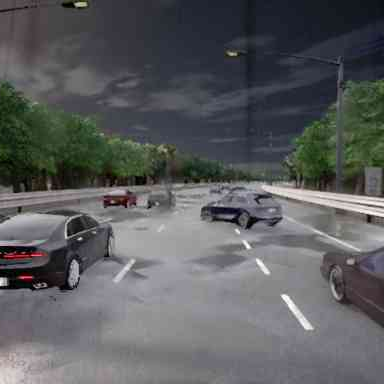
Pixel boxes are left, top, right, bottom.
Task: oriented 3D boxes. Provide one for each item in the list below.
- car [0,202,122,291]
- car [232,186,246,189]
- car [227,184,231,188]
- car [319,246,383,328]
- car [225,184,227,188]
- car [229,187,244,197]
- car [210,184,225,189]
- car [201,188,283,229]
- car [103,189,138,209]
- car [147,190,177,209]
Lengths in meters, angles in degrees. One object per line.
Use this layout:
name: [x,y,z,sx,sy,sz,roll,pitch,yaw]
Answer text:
car: [-3.284,1.217,8.167,1.837,1.490,4.892,0,2,1]
car: [4.323,0.595,25.756,1.882,1.535,5.008,0,2,4]
car: [5.148,0.191,36.390,2.033,1.649,4.856,0,2,5]
car: [3.520,1.391,4.437,2.033,1.411,5.357,0,2,1]
car: [8.198,-1.199,81.119,1.812,1.442,4.674,0,2,12]
car: [6.256,-0.032,47.006,1.994,1.385,4.181,0,2,7]
car: [4.069,-0.406,57.757,2.033,1.411,5.357,0,2,9]
car: [2.399,0.843,16.964,2.033,1.649,4.856,-2,2,-33]
car: [-5.915,0.518,27.960,1.882,1.535,5.008,0,2,4]
car: [-2.441,0.563,27.451,1.837,1.490,4.892,0,2,4]
